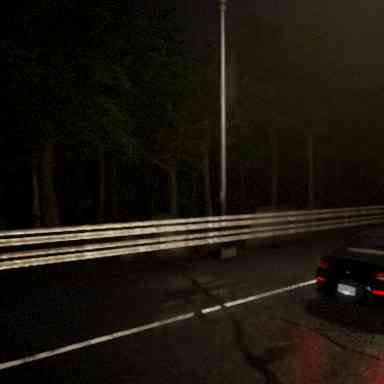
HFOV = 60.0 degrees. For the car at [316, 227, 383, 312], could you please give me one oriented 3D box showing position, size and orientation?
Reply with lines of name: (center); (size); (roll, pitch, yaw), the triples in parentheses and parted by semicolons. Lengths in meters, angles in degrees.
car: (4.482, 1.468, 6.955); (4.674, 1.442, 1.812); (-1, 0, -36)
